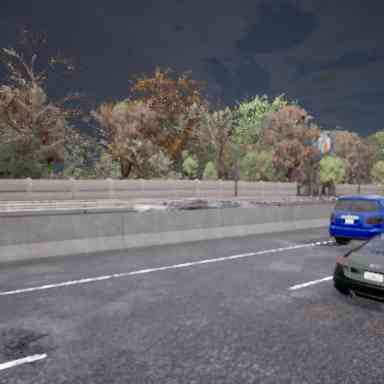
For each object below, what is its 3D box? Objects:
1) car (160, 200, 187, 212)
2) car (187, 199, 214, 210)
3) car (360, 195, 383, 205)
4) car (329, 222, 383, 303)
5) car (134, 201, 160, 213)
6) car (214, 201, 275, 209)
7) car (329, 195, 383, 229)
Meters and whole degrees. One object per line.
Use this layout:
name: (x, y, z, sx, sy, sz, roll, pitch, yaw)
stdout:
car: (-0.084, 1.429, 29.729, 4.892, 1.490, 1.837, 0, 0, -35)
car: (2.572, 1.468, 27.326, 5.357, 1.411, 2.033, 0, 0, -35)
car: (30.216, 1.262, 55.560, 4.892, 1.490, 1.837, 0, 0, -35)
car: (4.986, 1.527, 7.306, 4.181, 1.385, 1.994, 0, 0, -36)
car: (-3.122, 1.531, 31.862, 4.718, 1.301, 1.895, 0, 0, -35)
car: (4.499, 1.469, 24.401, 5.357, 1.411, 2.033, 0, 0, -36)
car: (7.942, 1.158, 13.714, 5.566, 2.045, 2.150, 0, 0, -36)
